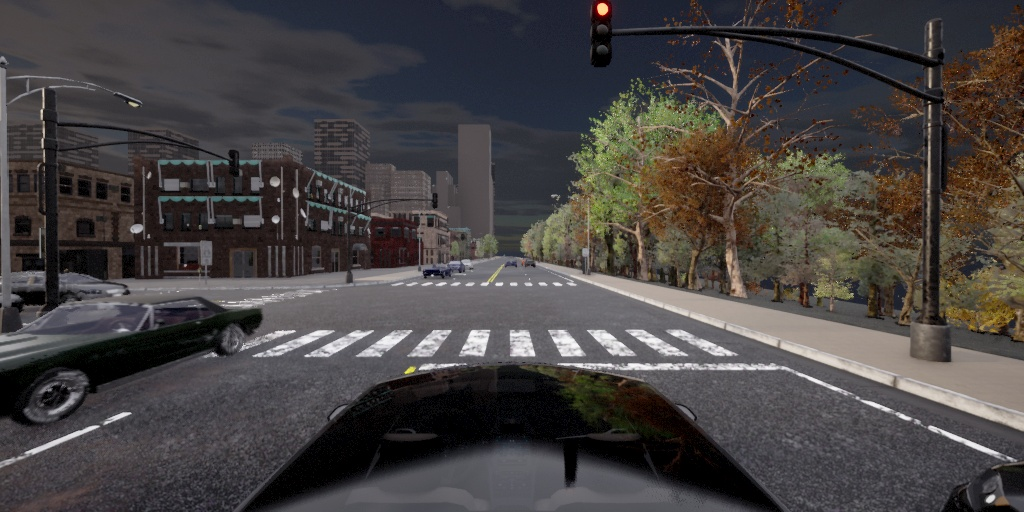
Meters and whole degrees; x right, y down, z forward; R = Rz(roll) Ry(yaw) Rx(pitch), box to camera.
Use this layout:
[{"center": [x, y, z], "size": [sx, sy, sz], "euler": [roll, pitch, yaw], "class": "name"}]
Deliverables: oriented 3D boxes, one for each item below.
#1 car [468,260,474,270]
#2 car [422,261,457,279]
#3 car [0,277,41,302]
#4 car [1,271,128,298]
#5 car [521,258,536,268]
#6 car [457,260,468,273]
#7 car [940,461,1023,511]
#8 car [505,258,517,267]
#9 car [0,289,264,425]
[{"center": [-6.807, 1.276, 53.338], "size": [1.812, 1.442, 4.674], "euler": [0, 0, 0], "class": "car"}, {"center": [-6.731, 1.352, 32.898], "size": [1.895, 1.301, 4.718], "euler": [0, 0, 2], "class": "car"}, {"center": [-19.994, 1.569, 12.522], "size": [4.313, 1.339, 1.948], "euler": [0, 0, 0], "class": "car"}, {"center": [-19.228, 1.460, 15.229], "size": [4.902, 1.511, 2.128], "euler": [-1, 1, 0], "class": "car"}, {"center": [3.076, 1.255, 62.682], "size": [1.837, 1.490, 4.892], "euler": [0, 0, 0], "class": "car"}, {"center": [-6.772, 1.277, 43.069], "size": [1.812, 1.442, 4.674], "euler": [0, 0, 0], "class": "car"}, {"center": [3.363, 1.314, 0.194], "size": [1.994, 1.385, 4.181], "euler": [0, 0, -1], "class": "car"}, {"center": [-0.182, 1.101, 64.017], "size": [2.097, 1.767, 4.553], "euler": [0, 0, 0], "class": "car"}, {"center": [-6.429, 1.352, 5.805], "size": [1.895, 1.301, 4.718], "euler": [0, 0, -3], "class": "car"}]
